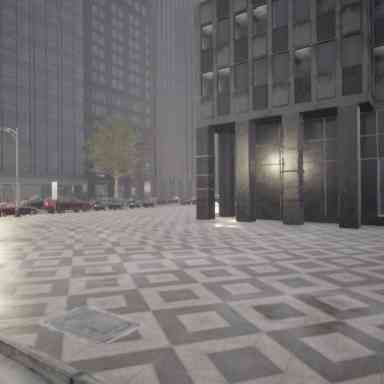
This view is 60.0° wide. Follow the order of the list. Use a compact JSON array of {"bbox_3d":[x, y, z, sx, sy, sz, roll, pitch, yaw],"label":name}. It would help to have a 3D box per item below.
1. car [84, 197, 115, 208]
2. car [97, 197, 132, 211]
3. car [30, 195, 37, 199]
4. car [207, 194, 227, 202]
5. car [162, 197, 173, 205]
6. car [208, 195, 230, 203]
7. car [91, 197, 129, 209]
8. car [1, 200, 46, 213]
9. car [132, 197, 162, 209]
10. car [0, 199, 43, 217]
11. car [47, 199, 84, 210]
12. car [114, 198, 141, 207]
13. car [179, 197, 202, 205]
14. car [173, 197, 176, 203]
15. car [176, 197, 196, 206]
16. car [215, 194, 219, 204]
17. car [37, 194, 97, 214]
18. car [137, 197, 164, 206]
[{"bbox_3d":[-13.455,1.484,48.673,1.967,1.590,4.097,-1,0,35],"label":"car"},{"bbox_3d":[-9.658,1.525,39.181,1.947,1.339,4.313,-1,0,35],"label":"car"},{"bbox_3d":[-17.272,1.264,38.331,2.150,2.045,5.566,-1,0,35],"label":"car"},{"bbox_3d":[5.808,1.296,76.493,2.192,1.841,5.009,-1,0,35],"label":"car"},{"bbox_3d":[-5.698,1.589,54.948,1.895,1.301,4.718,-1,0,35],"label":"car"},{"bbox_3d":[5.461,1.416,65.535,2.128,1.511,4.902,-1,0,35],"label":"car"},{"bbox_3d":[-11.422,1.504,46.749,2.128,1.511,4.902,-1,0,35],"label":"car"},{"bbox_3d":[-19.874,1.643,39.401,1.947,1.339,4.313,-1,0,35],"label":"car"},{"bbox_3d":[-6.448,1.509,43.816,1.947,1.339,4.313,-1,0,35],"label":"car"},{"bbox_3d":[-16.078,1.577,29.909,1.802,1.307,4.206,-1,0,35],"label":"car"},{"bbox_3d":[-16.664,1.642,44.037,1.802,1.307,4.206,-1,0,35],"label":"car"},{"bbox_3d":[-10.243,1.613,53.310,1.802,1.307,4.206,-1,0,35],"label":"car"},{"bbox_3d":[-0.218,1.506,57.319,1.994,1.385,4.181,-1,0,34],"label":"car"},{"bbox_3d":[-3.822,1.574,62.583,1.947,1.339,4.313,-1,0,35],"label":"car"},{"bbox_3d":[-0.029,1.462,53.088,1.887,1.381,4.507,-1,0,35],"label":"car"},{"bbox_3d":[3.180,1.222,57.725,2.192,1.841,5.009,-1,0,35],"label":"car"},{"bbox_3d":[-12.870,1.290,34.546,2.192,1.841,5.009,-1,0,35],"label":"car"},{"bbox_3d":[-7.130,1.544,57.806,1.752,1.417,4.829,-1,0,35],"label":"car"}]
